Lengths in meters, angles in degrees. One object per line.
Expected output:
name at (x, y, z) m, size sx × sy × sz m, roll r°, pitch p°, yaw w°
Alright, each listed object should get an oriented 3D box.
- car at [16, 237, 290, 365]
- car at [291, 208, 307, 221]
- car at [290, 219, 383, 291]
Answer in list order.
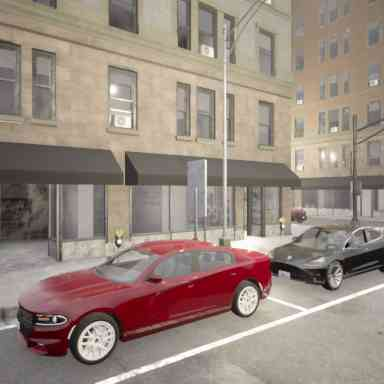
car at (-0.539, 1.545, 5.820) m, size 4.507 × 1.381 × 1.887 m, roll 0°, pitch 0°, yaw -36°
car at (6.475, 1.546, 25.737) m, size 1.882 × 1.535 × 5.008 m, roll 0°, pitch 0°, yaw -36°
car at (3.918, 1.566, 9.061) m, size 4.313 × 1.339 × 1.947 m, roll 0°, pitch 0°, yaw -36°
